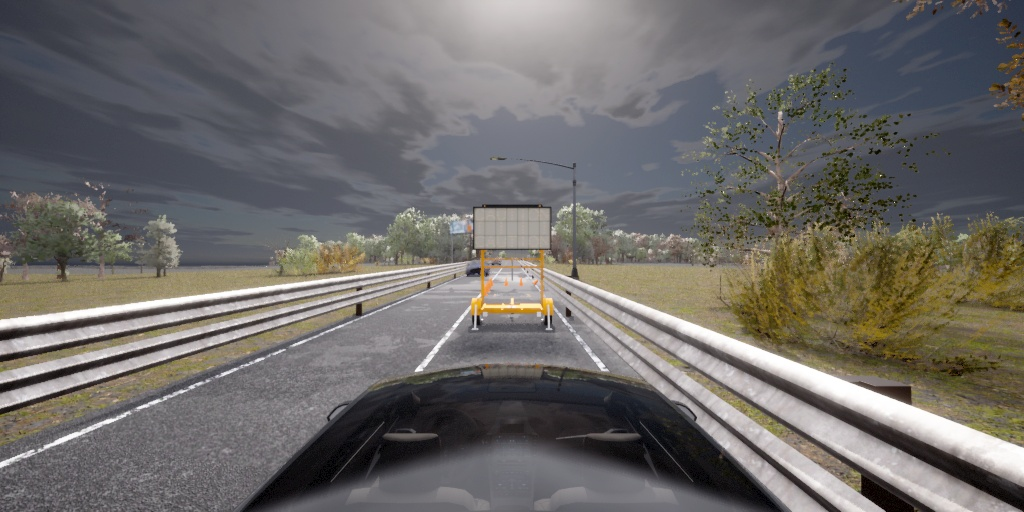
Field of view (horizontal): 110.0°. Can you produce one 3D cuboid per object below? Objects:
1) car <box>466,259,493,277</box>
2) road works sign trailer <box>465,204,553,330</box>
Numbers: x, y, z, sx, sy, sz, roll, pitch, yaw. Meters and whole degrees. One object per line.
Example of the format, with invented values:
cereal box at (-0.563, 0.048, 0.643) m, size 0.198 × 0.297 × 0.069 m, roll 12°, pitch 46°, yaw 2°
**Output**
car at (-3.353, 1.115, 35.854) m, size 2.097 × 1.767 × 4.553 m, roll 0°, pitch 0°, yaw 0°
road works sign trailer at (0.009, 0.218, 11.109) m, size 2.380 × 3.560 × 2.880 m, roll 0°, pitch 0°, yaw 0°
